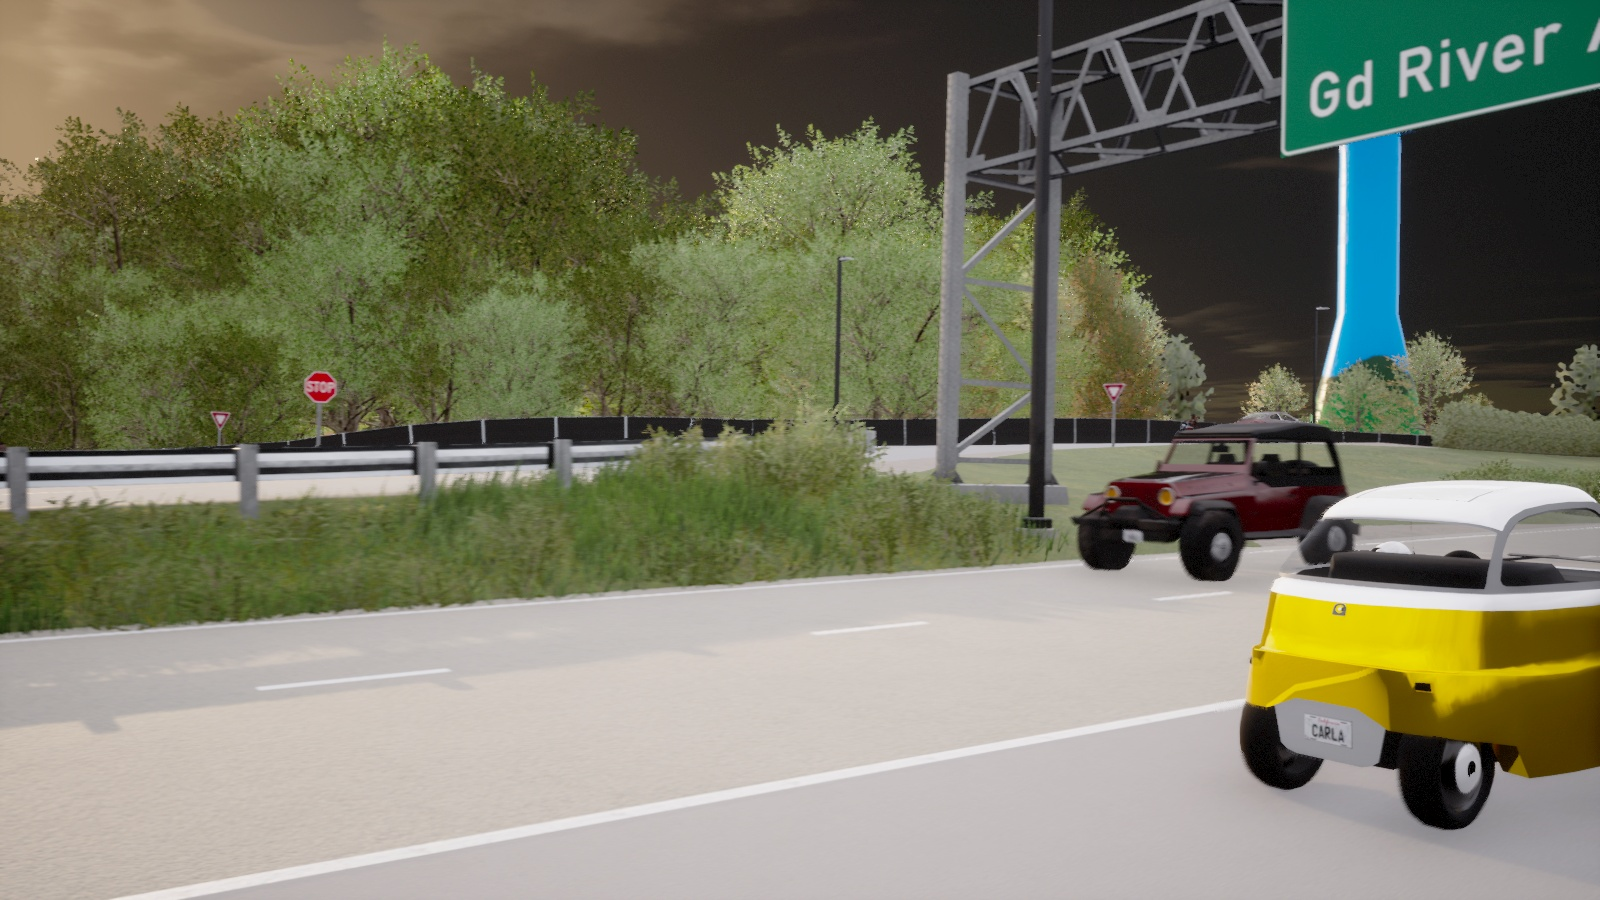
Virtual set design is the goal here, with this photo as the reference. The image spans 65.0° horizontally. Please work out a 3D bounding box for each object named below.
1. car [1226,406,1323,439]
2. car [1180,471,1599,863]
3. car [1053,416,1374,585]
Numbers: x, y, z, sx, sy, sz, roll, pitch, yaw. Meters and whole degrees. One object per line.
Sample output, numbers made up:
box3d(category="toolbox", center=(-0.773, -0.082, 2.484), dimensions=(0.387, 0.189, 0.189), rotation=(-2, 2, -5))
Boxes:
box3d(category="car", center=(24.784, -1.424, 65.507), dimensions=(5.027, 1.651, 2.152), rotation=(-1, 0, -33))
box3d(category="car", center=(3.085, 0.808, 5.806), dimensions=(2.207, 1.376, 1.481), rotation=(0, 0, -35))
box3d(category="car", center=(5.265, 0.557, 15.851), dimensions=(3.866, 1.878, 1.905), rotation=(0, 0, -35))
